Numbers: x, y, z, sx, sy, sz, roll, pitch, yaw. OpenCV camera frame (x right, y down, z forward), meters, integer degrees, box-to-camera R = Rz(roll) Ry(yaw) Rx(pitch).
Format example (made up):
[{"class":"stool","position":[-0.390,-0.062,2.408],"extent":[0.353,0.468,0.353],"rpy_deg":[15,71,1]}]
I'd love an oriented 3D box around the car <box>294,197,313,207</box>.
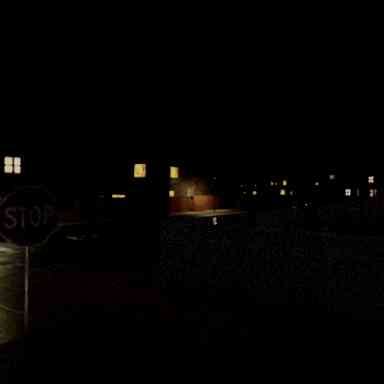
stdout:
[{"class":"car","position":[15.399,1.643,45.336],"extent":[1.994,1.385,4.181],"rpy_deg":[1,0,16]}]

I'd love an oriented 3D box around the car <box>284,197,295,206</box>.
[{"class":"car","position":[16.829,1.581,55.255],"extent":[1.812,1.442,4.674],"rpy_deg":[1,0,2]}]
